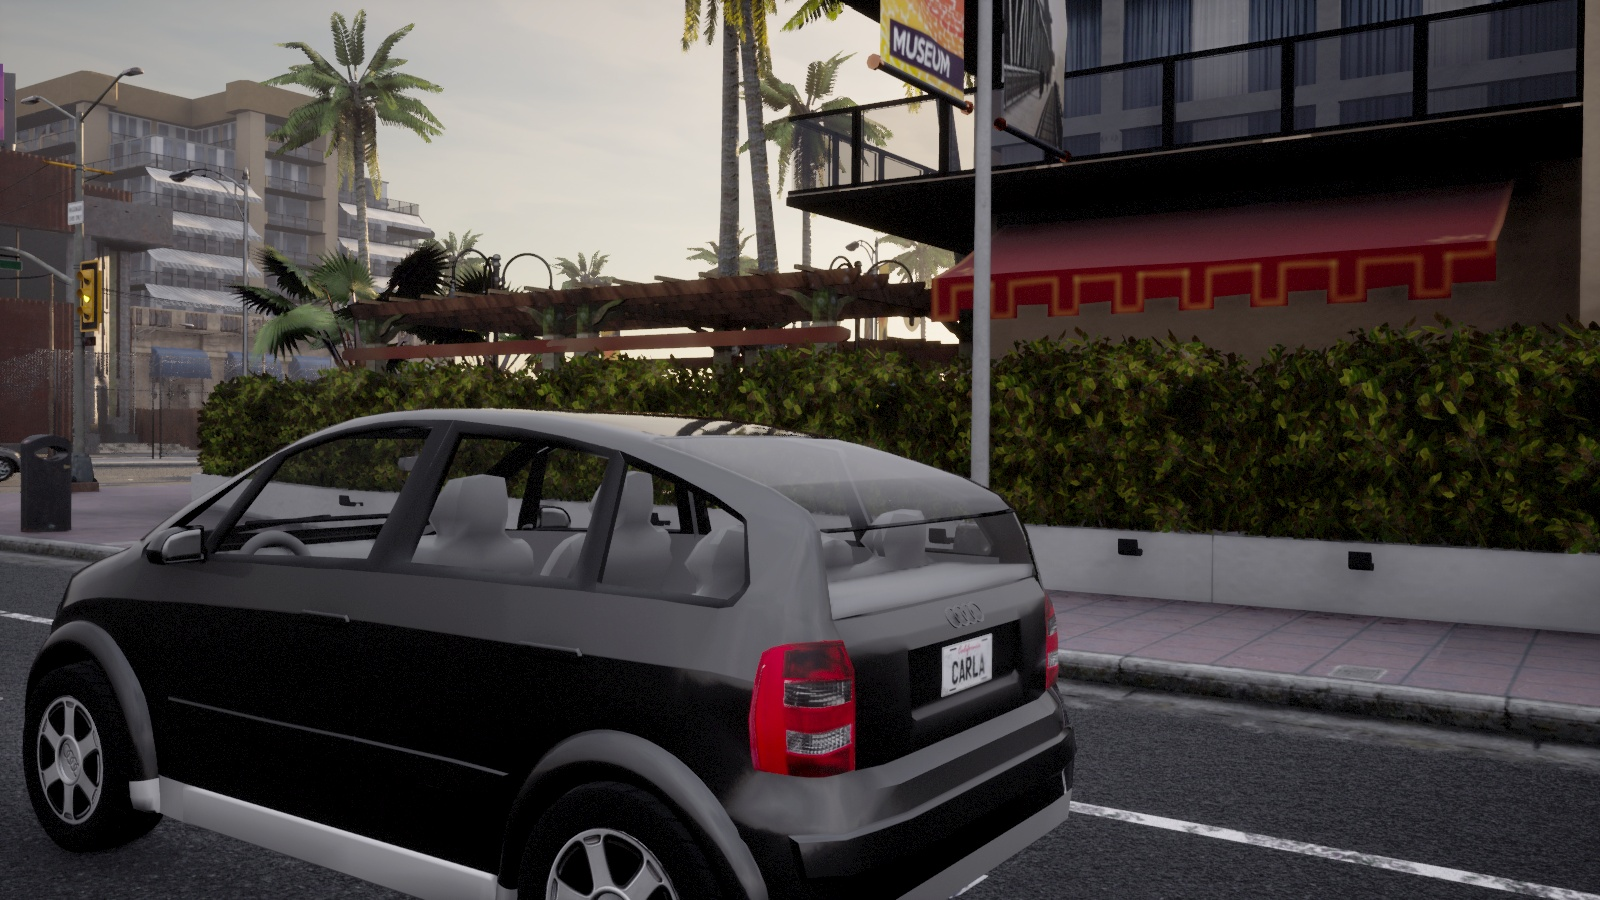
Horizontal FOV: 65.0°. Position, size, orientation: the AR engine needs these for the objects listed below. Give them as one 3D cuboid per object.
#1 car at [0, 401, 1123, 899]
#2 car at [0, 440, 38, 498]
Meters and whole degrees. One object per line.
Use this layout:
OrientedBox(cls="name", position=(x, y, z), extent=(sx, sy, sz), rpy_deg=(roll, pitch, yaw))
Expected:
OrientedBox(cls="car", position=(-1.011, 0.661, 4.288), extent=(3.705, 1.549, 1.789), rpy_deg=(0, 1, 34))
OrientedBox(cls="car", position=(-21.927, 0.511, 31.706), extent=(1.816, 1.474, 4.193), rpy_deg=(0, 1, 35))
